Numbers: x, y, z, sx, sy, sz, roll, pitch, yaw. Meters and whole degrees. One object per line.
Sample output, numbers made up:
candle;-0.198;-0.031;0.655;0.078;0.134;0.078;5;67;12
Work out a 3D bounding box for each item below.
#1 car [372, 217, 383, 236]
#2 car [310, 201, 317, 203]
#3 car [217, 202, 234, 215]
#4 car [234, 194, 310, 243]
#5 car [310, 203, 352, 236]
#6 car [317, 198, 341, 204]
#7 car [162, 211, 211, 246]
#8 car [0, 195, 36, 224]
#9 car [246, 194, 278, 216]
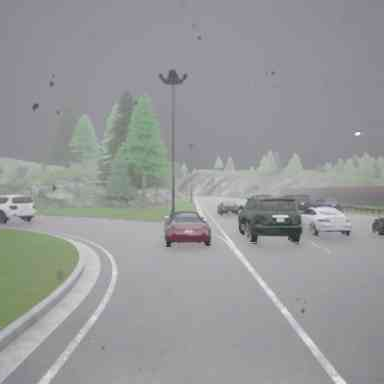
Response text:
car;10.604;1.582;16.062;1.994;1.385;4.181;0;0;0
car;10.608;1.260;34.537;2.150;2.045;5.566;0;0;0
car;3.607;1.639;33.911;1.895;1.301;4.718;0;0;0
car;3.604;1.240;16.220;2.150;2.045;5.566;0;0;0
car;7.104;1.546;18.393;1.812;1.442;4.674;0;0;0
car;14.107;1.391;35.187;2.097;1.767;4.553;0;0;0
car;-0.328;1.582;15.533;1.994;1.385;4.181;0;0;-6
car;-14.232;1.251;24.935;5.566;2.045;2.150;0;0;27
car;7.108;1.261;34.561;2.150;2.045;5.566;0;0;0
